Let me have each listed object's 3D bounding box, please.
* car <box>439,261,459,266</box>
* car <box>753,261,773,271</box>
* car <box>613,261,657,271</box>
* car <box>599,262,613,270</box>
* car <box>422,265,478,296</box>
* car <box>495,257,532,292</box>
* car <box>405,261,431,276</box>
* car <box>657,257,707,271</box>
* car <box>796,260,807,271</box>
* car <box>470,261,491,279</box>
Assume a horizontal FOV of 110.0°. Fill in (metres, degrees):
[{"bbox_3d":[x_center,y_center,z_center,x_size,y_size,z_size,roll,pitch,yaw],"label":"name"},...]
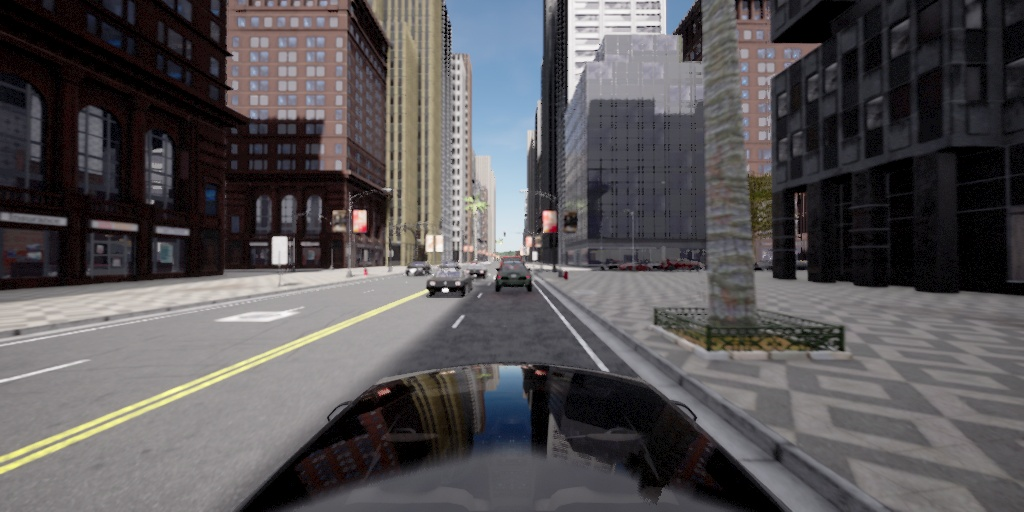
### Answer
[{"bbox_3d":[-6.514,1.321,37.641,2.128,1.511,4.902,0,0,0],"label":"car"},{"bbox_3d":[32.220,1.283,44.988,4.313,1.339,1.948,0,0,-1],"label":"car"},{"bbox_3d":[15.308,1.351,44.722,4.207,1.307,1.802,0,0,-1],"label":"car"},{"bbox_3d":[15.176,1.444,53.246,4.313,1.339,1.948,0,0,-1],"label":"car"},{"bbox_3d":[-3.154,1.356,19.269,1.895,1.301,4.718,0,0,0],"label":"car"},{"bbox_3d":[0.093,1.114,21.732,2.097,1.767,4.553,0,0,0],"label":"car"},{"bbox_3d":[-9.763,1.322,37.746,2.128,1.511,4.902,0,0,0],"label":"car"},{"bbox_3d":[20.946,1.065,44.811,5.009,1.841,2.192,0,0,-1],"label":"car"},{"bbox_3d":[37.578,1.266,47.748,4.674,1.442,1.812,0,-1,-1],"label":"car"},{"bbox_3d":[-3.158,1.403,32.554,1.895,1.301,4.718,0,0,0],"label":"car"}]
